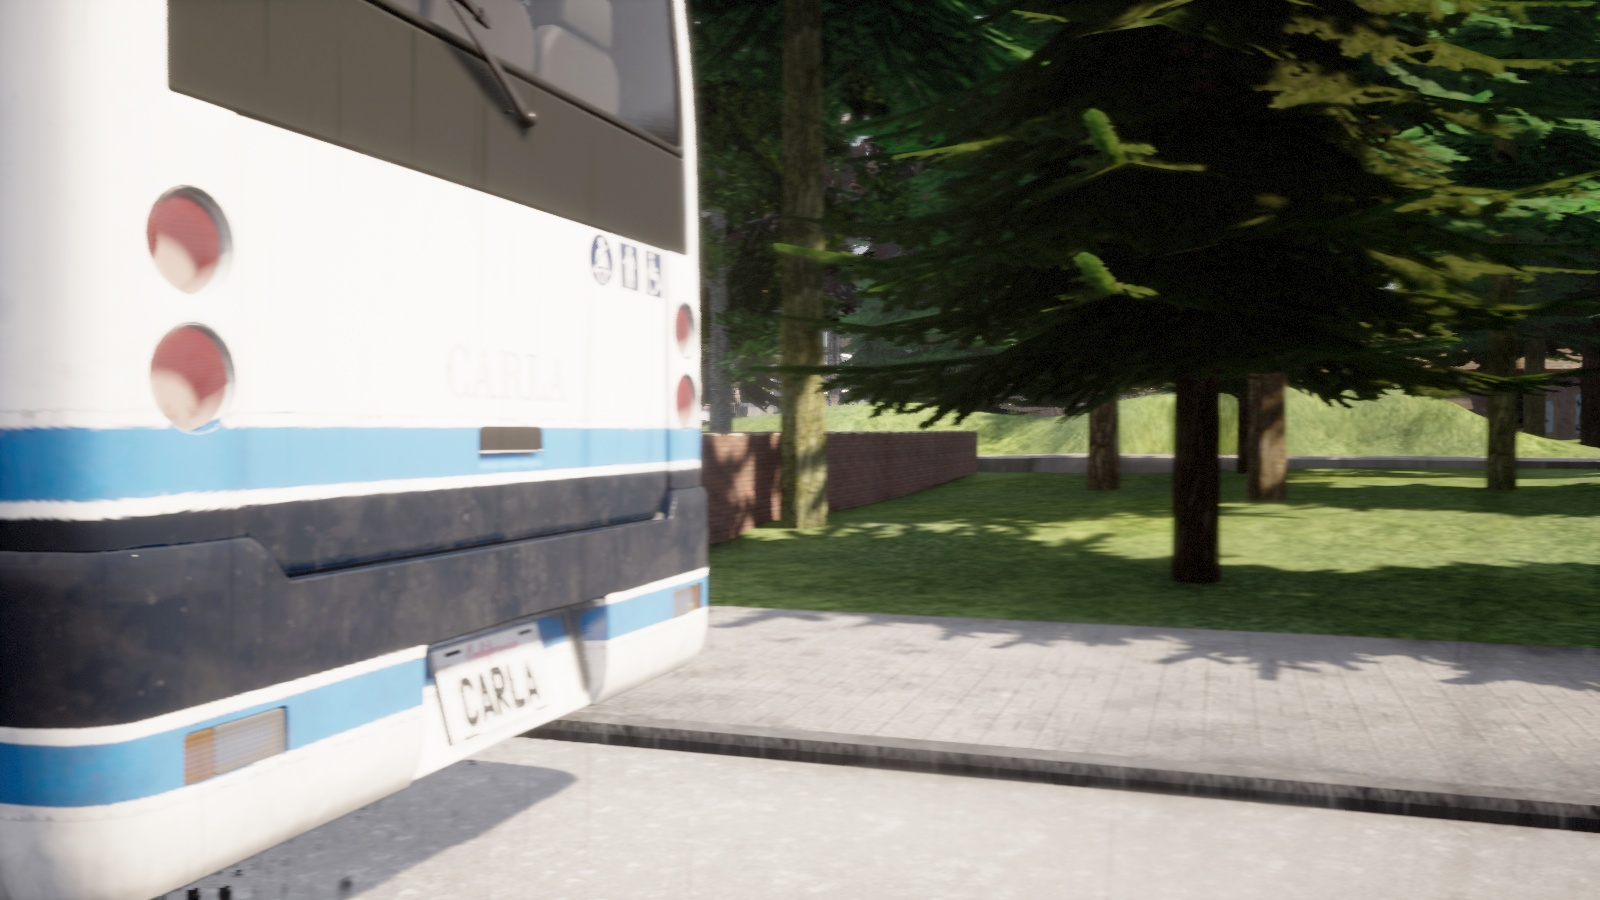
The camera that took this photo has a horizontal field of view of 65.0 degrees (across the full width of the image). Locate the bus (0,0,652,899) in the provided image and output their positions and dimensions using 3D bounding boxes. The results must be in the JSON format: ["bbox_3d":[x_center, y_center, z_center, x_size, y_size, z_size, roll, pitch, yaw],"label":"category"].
[{"bbox_3d":[-6.209,-0.697,5.789,10.273,4.253,3.944,0,1,19],"label":"bus"}]
